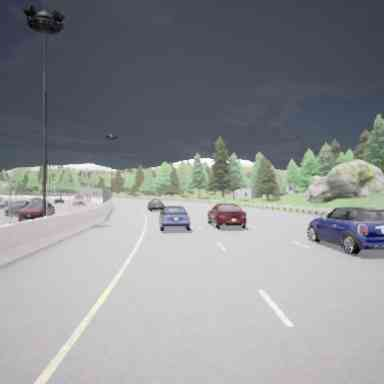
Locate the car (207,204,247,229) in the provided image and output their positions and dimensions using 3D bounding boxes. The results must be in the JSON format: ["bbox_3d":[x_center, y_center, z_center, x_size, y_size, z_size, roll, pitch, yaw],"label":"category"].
[{"bbox_3d":[2.218,1.516,22.123,1.882,1.535,5.008,0,0,-6],"label":"car"}]

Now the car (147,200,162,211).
[{"bbox_3d":[-4.627,1.656,42.169,1.994,1.385,4.181,0,0,-12],"label":"car"}]

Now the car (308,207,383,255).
[{"bbox_3d":[6.501,1.364,13.519,2.097,1.767,4.553,0,0,-4],"label":"car"}]

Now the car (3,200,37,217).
[{"bbox_3d":[-17.399,1.630,33.851,1.812,1.442,4.674,0,0,-11],"label":"car"}]

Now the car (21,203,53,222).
[{"bbox_3d":[-12.863,1.560,27.935,1.882,1.535,5.008,0,0,-9],"label":"car"}]

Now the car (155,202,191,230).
[{"bbox_3d":[-1.179,1.591,21.307,2.033,1.411,5.357,0,0,-6],"label":"car"}]
